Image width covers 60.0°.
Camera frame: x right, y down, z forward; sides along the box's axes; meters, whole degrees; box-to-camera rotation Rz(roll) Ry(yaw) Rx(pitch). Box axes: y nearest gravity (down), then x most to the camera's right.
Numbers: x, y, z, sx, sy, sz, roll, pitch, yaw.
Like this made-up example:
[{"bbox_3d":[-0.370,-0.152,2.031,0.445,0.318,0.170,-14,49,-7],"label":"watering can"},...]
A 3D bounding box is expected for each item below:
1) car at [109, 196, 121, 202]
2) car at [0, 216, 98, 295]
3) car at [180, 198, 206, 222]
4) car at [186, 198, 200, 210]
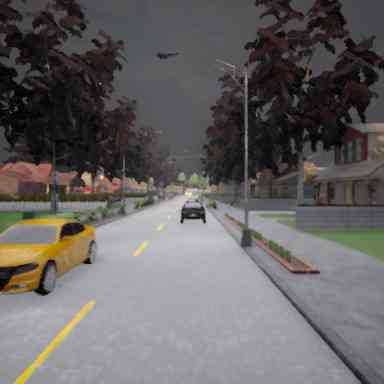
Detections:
[{"bbox_3d":[-16.616,1.354,64.438,5.357,1.415,2.033,0,0,0],"label":"car"},{"bbox_3d":[-4.036,1.481,8.955,1.882,1.535,5.008,0,0,0],"label":"car"},{"bbox_3d":[0.095,1.489,26.242,1.882,1.535,5.008,0,0,0],"label":"car"},{"bbox_3d":[0.107,1.545,44.311,1.812,1.442,4.674,0,0,0],"label":"car"}]
